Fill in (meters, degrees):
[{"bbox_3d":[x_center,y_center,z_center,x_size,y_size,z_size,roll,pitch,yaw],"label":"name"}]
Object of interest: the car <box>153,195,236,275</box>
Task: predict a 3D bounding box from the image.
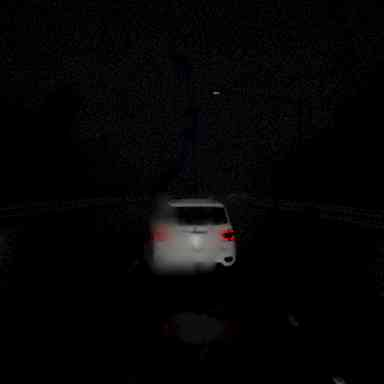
[{"bbox_3d":[0.044,1.222,10.561,2.150,2.045,5.566,0,0,-1],"label":"car"}]
